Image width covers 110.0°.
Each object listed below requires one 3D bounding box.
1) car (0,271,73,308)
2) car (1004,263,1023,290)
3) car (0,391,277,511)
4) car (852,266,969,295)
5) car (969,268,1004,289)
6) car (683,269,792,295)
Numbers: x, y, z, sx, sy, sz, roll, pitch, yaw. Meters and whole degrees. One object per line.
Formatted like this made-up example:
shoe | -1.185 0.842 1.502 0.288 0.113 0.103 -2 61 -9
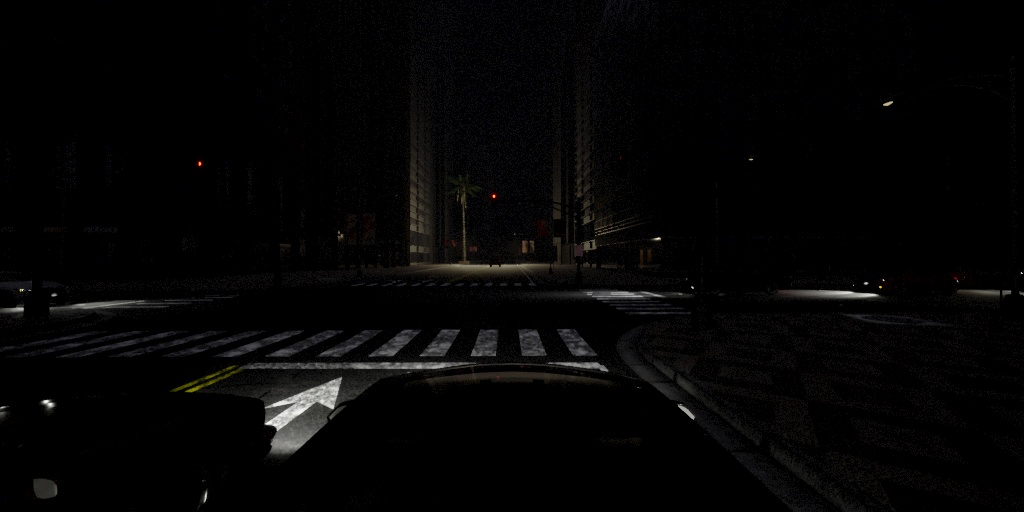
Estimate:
car | -21.383 1.354 14.955 4.674 1.442 1.812 0 0 1
car | 29.967 1.012 19.060 4.553 1.767 2.097 0 0 -1
car | -3.175 1.297 0.738 2.033 1.411 5.357 0 0 4
car | 20.621 1.252 18.893 4.181 1.385 1.994 0 0 -1
car | 26.419 1.275 21.753 4.207 1.307 1.802 0 0 -1
car | 11.613 1.320 18.739 4.718 1.301 1.895 0 0 -1
